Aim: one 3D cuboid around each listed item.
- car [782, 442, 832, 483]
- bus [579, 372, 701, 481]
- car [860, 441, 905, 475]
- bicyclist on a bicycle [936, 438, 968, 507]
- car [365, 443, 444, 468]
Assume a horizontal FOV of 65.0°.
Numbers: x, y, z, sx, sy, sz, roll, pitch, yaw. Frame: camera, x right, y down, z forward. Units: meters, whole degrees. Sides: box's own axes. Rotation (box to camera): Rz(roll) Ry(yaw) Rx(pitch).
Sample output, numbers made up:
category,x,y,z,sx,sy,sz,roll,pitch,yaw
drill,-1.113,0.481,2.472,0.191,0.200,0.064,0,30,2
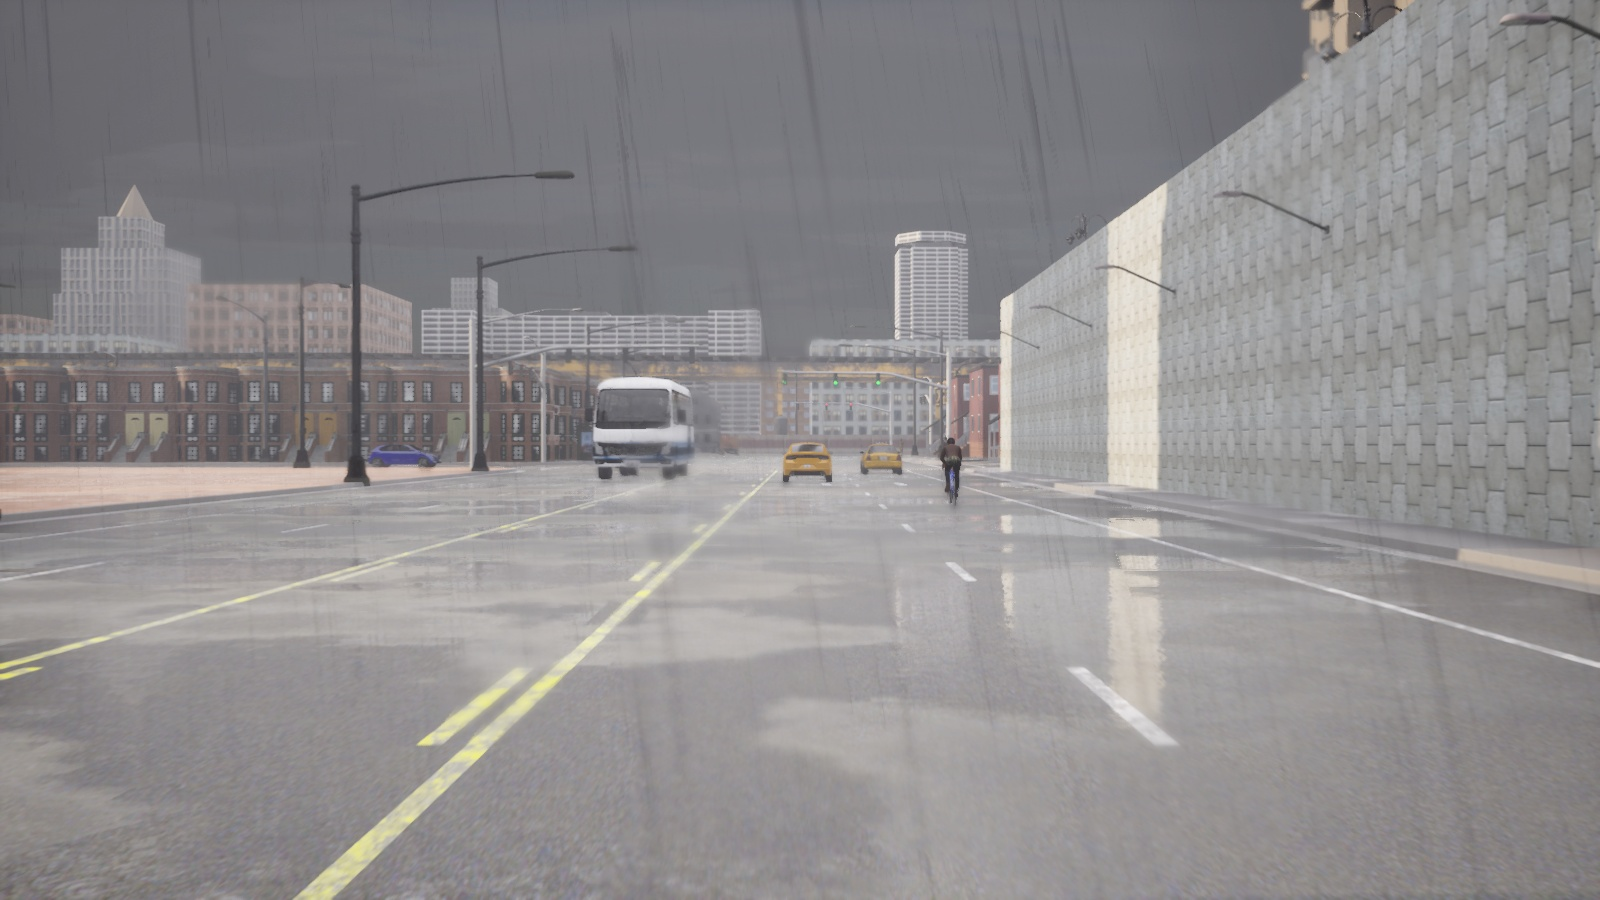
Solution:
category,x,y,z,sx,sy,sz,roll,pitch,yaw
car,0.295,0.444,49.830,1.882,1.535,5.008,0,0,0
bus,-6.679,-0.942,54.350,3.944,4.253,10.273,0,0,0
car,3.849,0.352,59.559,1.801,1.575,5.366,0,0,0
bicyclist on a bicycle,3.686,0.530,30.480,0.582,1.620,1.656,0,0,0
car,-23.890,0.313,75.988,4.193,1.474,1.816,0,0,0
